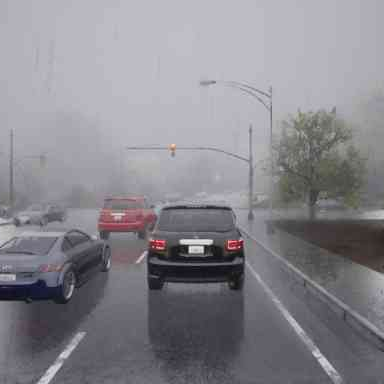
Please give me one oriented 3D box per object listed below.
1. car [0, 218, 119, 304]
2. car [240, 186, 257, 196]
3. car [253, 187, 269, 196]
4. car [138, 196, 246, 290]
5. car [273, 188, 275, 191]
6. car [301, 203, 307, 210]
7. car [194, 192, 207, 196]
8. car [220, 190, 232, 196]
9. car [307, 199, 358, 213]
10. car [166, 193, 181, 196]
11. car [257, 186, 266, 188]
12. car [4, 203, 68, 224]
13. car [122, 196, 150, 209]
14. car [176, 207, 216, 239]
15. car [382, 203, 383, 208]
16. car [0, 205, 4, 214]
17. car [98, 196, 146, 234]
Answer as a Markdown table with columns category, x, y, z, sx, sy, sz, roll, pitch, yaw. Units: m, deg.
| category | x | y | z | sx | sy | sz | roll | pitch | yaw |
| --- | --- | --- | --- | --- | --- | --- | --- | --- | --- |
| car | -3.405 | 1.574 | 8.230 | 1.994 | 1.385 | 4.181 | 0 | 0 | 2 |
| car | 13.966 | 0.093 | 84.502 | 2.097 | 1.767 | 4.553 | 0 | 3 | 33 |
| car | 17.535 | 0.264 | 83.629 | 1.895 | 1.301 | 4.718 | 0 | 3 | 33 |
| car | 0.103 | 1.234 | 9.233 | 2.150 | 2.045 | 5.566 | 0 | 0 | 0 |
| car | 23.244 | -0.477 | 92.014 | 2.033 | 1.411 | 5.357 | 0 | 3 | 38 |
| car | 16.084 | 1.549 | 41.070 | 4.902 | 1.511 | 2.128 | -1 | 0 | 3 |
| car | 1.901 | 0.825 | 76.801 | 2.097 | 1.767 | 4.553 | 0 | 2 | 23 |
| car | 9.248 | 0.117 | 90.204 | 2.128 | 1.511 | 4.902 | 0 | 3 | 30 |
| car | 15.977 | 1.646 | 37.570 | 4.718 | 1.301 | 1.895 | -1 | 0 | 3 |
| car | -3.747 | 1.246 | 62.467 | 2.150 | 2.045 | 5.566 | 0 | 1 | 19 |
| car | 19.646 | -0.763 | 93.035 | 2.150 | 2.045 | 5.566 | 0 | 3 | 38 |
| car | -10.263 | 1.546 | 22.861 | 2.128 | 1.511 | 4.902 | 0 | 0 | 3 |
| car | -7.998 | 1.488 | 48.213 | 2.097 | 1.767 | 4.553 | 0 | 0 | 19 |
| car | 0.249 | 1.605 | 18.461 | 1.994 | 1.385 | 4.181 | 0 | 0 | 2 |
| car | 25.878 | 1.350 | 40.508 | 4.892 | 1.490 | 1.837 | -2 | 0 | 3 |
| car | -22.427 | 1.741 | 36.059 | 4.902 | 1.511 | 2.128 | -1 | 0 | 2 |
| car | -3.282 | 1.260 | 17.632 | 2.150 | 2.045 | 5.566 | 0 | 0 | 1 |
